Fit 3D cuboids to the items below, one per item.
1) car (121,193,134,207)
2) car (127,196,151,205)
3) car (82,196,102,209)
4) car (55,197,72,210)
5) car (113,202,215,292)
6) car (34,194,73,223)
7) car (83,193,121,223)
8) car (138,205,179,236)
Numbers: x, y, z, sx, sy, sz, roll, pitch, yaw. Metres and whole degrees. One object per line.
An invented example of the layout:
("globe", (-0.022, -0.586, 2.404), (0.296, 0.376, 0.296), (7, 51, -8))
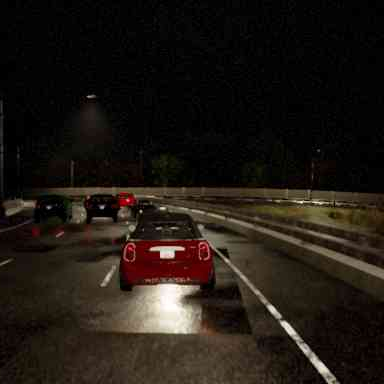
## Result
("car", (-8.599, 1.115, 41.782), (2.150, 2.045, 5.566), (0, 0, -22))
("car", (-4.466, 1.427, 29.782), (1.837, 1.490, 4.892), (0, 1, -16))
("car", (-13.039, 1.368, 43.291), (1.882, 1.535, 5.008), (0, 0, -24))
("car", (-16.191, 1.403, 41.787), (1.837, 1.490, 4.892), (0, 0, -23))
("car", (-0.700, 1.328, 9.109), (2.097, 1.767, 4.553), (0, 0, -5))
("car", (-10.474, 1.161, 25.457), (2.150, 2.045, 5.566), (0, 0, -14))
("car", (-6.788, 1.158, 25.183), (2.150, 2.045, 5.566), (0, 0, -15))
("car", (-2.026, 1.513, 18.873), (1.994, 1.385, 4.181), (0, 0, -10))
